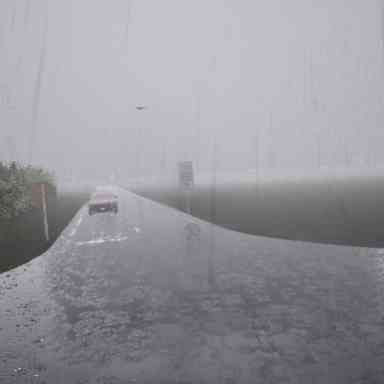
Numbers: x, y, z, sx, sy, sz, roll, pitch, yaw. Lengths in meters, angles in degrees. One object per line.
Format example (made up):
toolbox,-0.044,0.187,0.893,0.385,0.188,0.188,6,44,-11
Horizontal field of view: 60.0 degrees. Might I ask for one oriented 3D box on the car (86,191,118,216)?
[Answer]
car,-6.311,0.700,23.489,1.882,1.535,5.008,-5,3,-15
